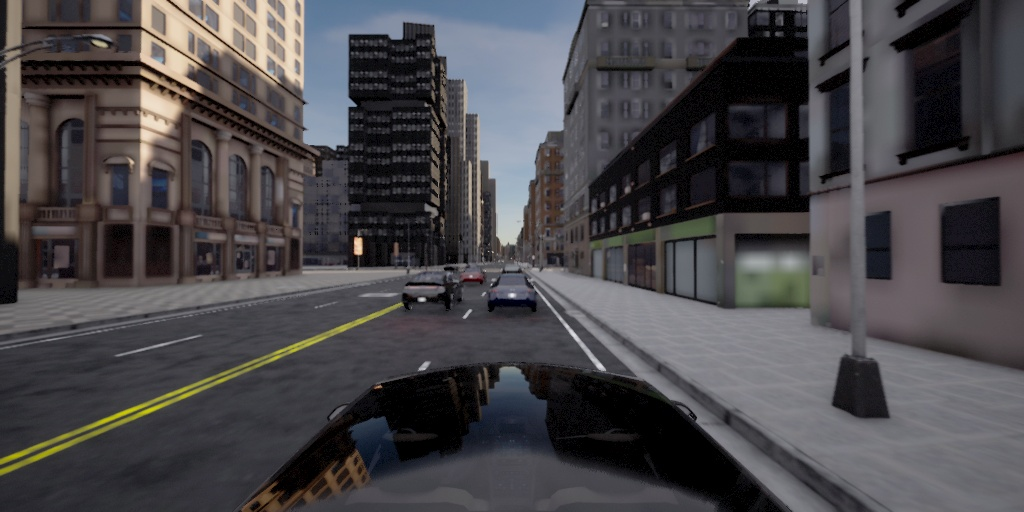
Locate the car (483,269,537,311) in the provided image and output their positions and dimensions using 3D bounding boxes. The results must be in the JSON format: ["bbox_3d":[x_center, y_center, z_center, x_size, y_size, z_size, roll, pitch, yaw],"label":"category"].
[{"bbox_3d":[0.028,1.452,15.378,1.994,1.385,4.181,0,0,1],"label":"car"}]

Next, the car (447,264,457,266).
[{"bbox_3d":[-9.753,1.915,57.643,1.895,1.301,4.718,0,-1,0],"label":"car"}]

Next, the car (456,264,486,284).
[{"bbox_3d":[-3.220,1.601,30.298,1.994,1.385,4.181,0,0,1],"label":"car"}]

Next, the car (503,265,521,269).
[{"bbox_3d":[0.037,1.522,31.082,1.882,1.535,5.008,0,0,1],"label":"car"}]

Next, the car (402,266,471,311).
[{"bbox_3d":[-3.224,1.379,15.351,2.128,1.511,4.902,0,0,1],"label":"car"}]
